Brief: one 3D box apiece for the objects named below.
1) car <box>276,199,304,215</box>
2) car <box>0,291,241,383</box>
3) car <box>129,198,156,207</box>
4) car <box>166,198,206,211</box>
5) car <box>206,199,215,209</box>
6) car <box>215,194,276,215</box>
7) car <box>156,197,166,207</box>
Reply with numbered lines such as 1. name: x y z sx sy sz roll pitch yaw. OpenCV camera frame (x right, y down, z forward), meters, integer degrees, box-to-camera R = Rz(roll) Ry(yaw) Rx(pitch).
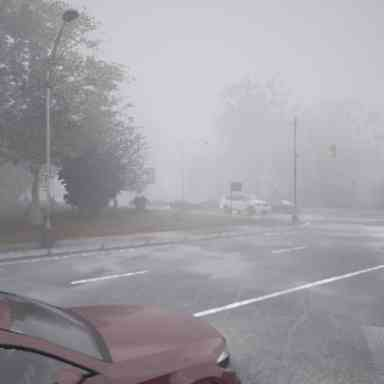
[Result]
1. car: 9.151 1.500 34.160 1.812 1.442 4.674 0 0 -38
2. car: -1.734 1.524 2.472 4.674 1.442 1.812 0 0 -36
3. car: -7.882 1.501 50.105 1.812 1.442 4.674 0 0 -38
4. car: -0.789 1.578 41.113 1.895 1.301 4.718 0 0 -38
5. car: 3.218 1.520 41.694 2.033 1.411 5.357 0 0 -38
6. car: 5.263 1.200 33.453 2.150 2.045 5.566 0 0 -39
7. car: -4.421 1.535 51.367 1.994 1.385 4.181 0 0 -38
